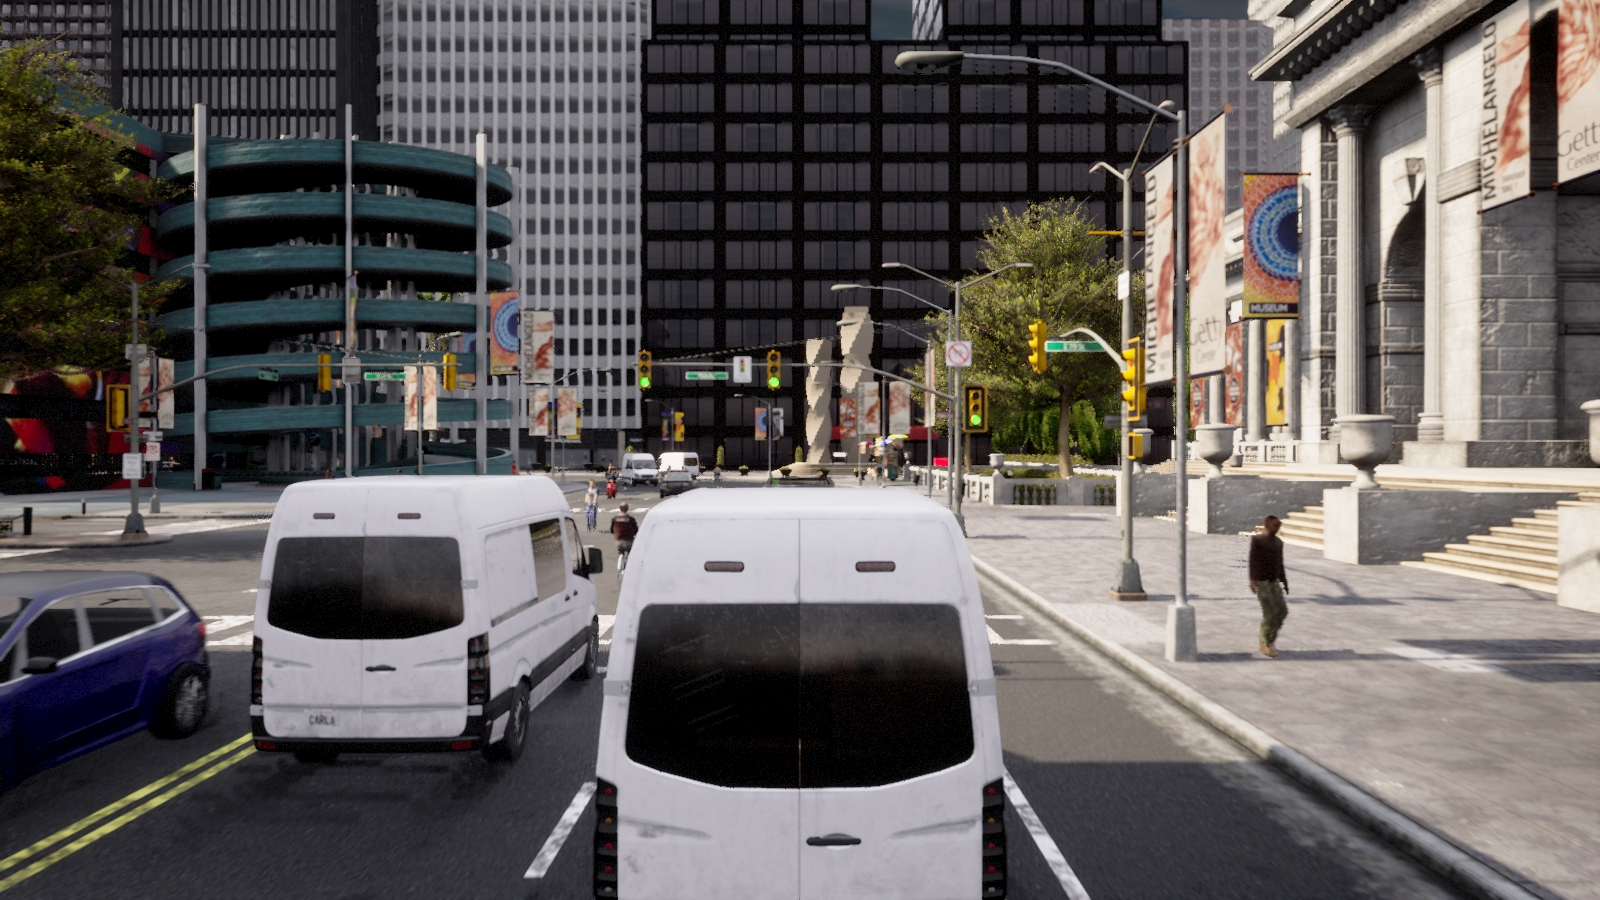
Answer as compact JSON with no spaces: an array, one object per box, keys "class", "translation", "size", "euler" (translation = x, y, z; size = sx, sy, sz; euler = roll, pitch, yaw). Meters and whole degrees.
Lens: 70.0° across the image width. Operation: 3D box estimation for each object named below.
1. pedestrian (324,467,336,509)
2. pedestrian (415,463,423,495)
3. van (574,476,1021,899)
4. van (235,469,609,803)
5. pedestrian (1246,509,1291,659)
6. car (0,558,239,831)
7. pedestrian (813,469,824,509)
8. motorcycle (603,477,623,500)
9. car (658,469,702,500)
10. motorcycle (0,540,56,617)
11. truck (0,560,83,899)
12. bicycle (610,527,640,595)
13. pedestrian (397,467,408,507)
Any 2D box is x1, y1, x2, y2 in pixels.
[{"class":"pedestrian","translation":[-21.050,1.696,51.161],"size":[0.375,1.860,0.375],"euler":[0,0,15]},{"class":"pedestrian","translation":[-22.436,1.695,67.289],"size":[0.375,1.860,0.375],"euler":[0,0,4]},{"class":"van","translation":[-0.012,1.534,8.040],"size":[1.988,2.561,5.915],"euler":[0,0,0]},{"class":"van","translation":[-3.512,1.534,12.071],"size":[1.988,2.561,5.915],"euler":[0,0,0]},{"class":"pedestrian","translation":[5.980,1.696,14.600],"size":[0.375,1.860,0.375],"euler":[0,0,-23]},{"class":"car","translation":[-7.002,1.968,9.666],"size":[2.242,1.667,4.611],"euler":[0,0,0]},{"class":"pedestrian","translation":[0.867,1.848,53.709],"size":[0.375,1.860,0.375],"euler":[0,0,-18]},{"class":"motorcycle","translation":[-10.530,2.181,64.359],"size":[0.856,1.236,1.805],"euler":[0,0,0]},{"class":"car","translation":[-6.949,1.981,66.727],"size":[2.097,1.638,5.238],"euler":[0,0,-1]},{"class":"motorcycle","translation":[-14.082,2.212,19.983],"size":[2.033,1.145,0.803],"euler":[0,2,25]},{"class":"truck","translation":[-3.501,1.568,0.880],"size":[2.627,2.467,5.204],"euler":[0,0,0]},{"class":"bicycle","translation":[-3.518,2.210,23.037],"size":[0.329,1.171,1.835],"euler":[0,0,0]},{"class":"pedestrian","translation":[-18.419,1.698,52.926],"size":[0.375,1.860,0.375],"euler":[0,0,9]}]
